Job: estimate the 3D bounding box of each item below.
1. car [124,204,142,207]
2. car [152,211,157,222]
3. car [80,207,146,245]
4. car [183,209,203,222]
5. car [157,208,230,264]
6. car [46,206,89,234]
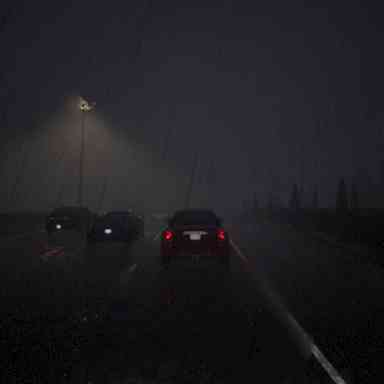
[{"bbox_3d":[-6.912,2.617,39.958,2.150,2.045,5.566,0,-6,0],"label":"car"},{"bbox_3d":[-3.411,2.793,37.872,1.895,1.301,4.718,0,-5,0],"label":"car"},{"bbox_3d":[-3.404,1.580,15.490,1.994,1.385,4.181,0,-1,0],"label":"car"},{"bbox_3d":[0.090,2.511,35.166,1.994,1.385,4.181,0,-5,0],"label":"car"},{"bbox_3d":[0.096,1.351,11.914,2.097,1.767,4.553,0,0,0],"label":"car"},{"bbox_3d":[-6.906,1.595,19.646,1.837,1.490,4.892,0,-1,0],"label":"car"}]
